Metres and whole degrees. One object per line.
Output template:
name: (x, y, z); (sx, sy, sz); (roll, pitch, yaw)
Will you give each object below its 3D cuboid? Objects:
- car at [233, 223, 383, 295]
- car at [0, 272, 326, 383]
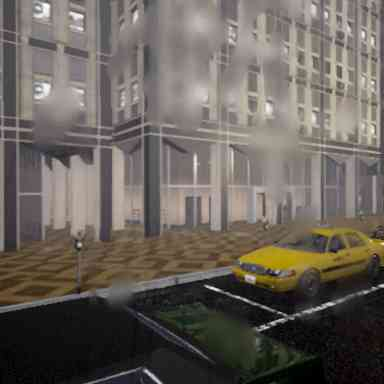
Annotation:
car: (3.175, 1.494, 8.366); (4.829, 1.417, 1.752); (0, 0, -36)
car: (-1.279, 1.600, 2.158); (4.718, 1.301, 1.895); (0, 0, -36)
